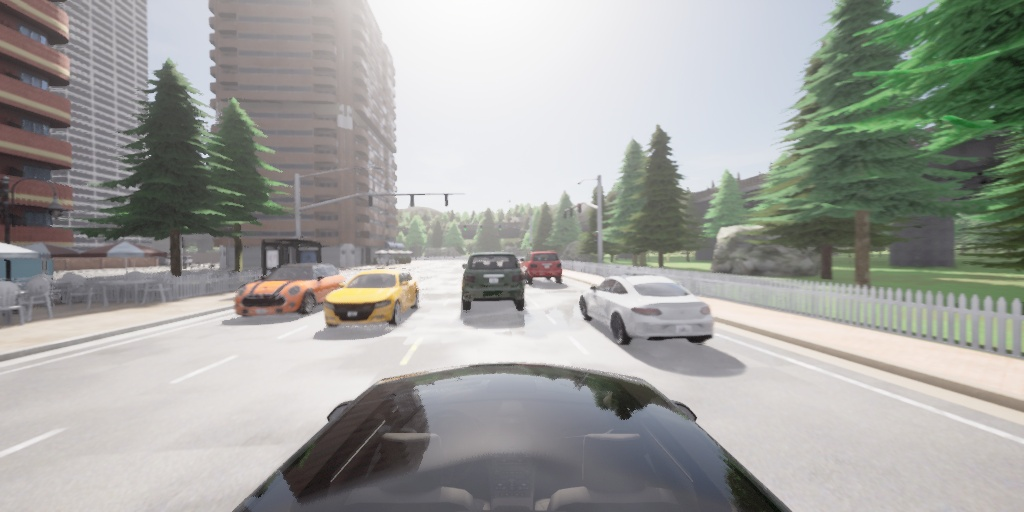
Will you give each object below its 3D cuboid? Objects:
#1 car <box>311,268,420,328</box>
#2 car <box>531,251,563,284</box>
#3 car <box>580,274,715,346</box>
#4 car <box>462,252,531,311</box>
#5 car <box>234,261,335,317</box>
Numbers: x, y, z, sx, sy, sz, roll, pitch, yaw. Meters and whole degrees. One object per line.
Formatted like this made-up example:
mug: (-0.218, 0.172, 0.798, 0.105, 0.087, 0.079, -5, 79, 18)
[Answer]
car: (-4.260, 1.185, 11.622, 1.882, 1.535, 5.008, -1, 0, -4)
car: (1.889, 0.720, 24.133, 2.150, 2.045, 5.566, -1, 1, -5)
car: (3.055, 1.161, 8.950, 1.812, 1.442, 4.674, -1, 1, -3)
car: (-0.779, 0.857, 14.041, 2.150, 2.045, 5.566, -1, 0, -4)
car: (-7.901, 1.091, 13.307, 2.097, 1.767, 4.553, -1, 1, -4)
